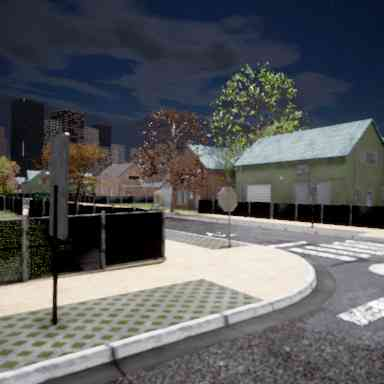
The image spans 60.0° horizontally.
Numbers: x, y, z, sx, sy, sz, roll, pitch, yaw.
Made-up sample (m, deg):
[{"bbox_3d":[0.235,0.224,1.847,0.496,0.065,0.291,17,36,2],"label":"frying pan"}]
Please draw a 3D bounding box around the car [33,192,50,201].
[{"bbox_3d":[-20.360,0.988,45.816,2.150,2.045,5.566,1,0,-37],"label":"car"}]
